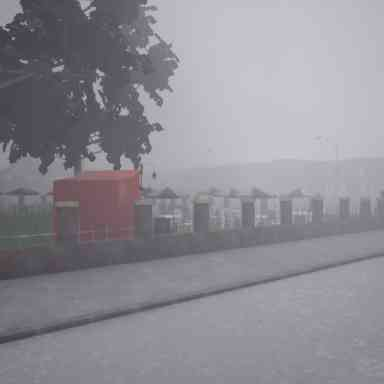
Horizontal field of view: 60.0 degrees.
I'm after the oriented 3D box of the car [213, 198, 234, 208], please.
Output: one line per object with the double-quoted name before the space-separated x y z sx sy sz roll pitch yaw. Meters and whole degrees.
"car" 3.180 1.477 41.460 1.882 1.535 5.008 0 0 -35
